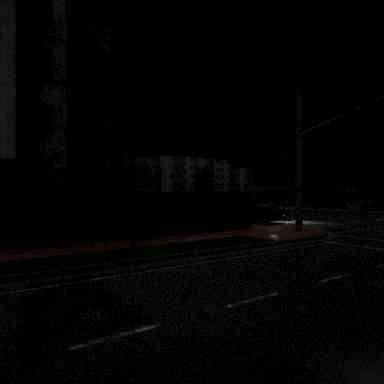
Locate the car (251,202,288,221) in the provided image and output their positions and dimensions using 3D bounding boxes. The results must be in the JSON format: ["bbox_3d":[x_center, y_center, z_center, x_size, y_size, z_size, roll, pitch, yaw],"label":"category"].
[{"bbox_3d":[5.652,1.526,27.412,1.812,1.442,4.674,0,0,-37],"label":"car"}]
